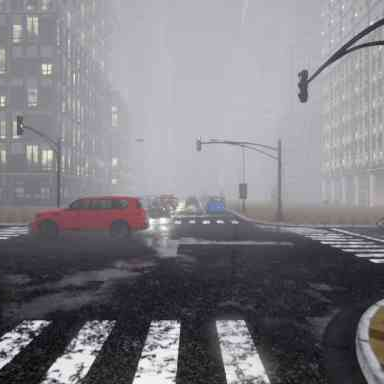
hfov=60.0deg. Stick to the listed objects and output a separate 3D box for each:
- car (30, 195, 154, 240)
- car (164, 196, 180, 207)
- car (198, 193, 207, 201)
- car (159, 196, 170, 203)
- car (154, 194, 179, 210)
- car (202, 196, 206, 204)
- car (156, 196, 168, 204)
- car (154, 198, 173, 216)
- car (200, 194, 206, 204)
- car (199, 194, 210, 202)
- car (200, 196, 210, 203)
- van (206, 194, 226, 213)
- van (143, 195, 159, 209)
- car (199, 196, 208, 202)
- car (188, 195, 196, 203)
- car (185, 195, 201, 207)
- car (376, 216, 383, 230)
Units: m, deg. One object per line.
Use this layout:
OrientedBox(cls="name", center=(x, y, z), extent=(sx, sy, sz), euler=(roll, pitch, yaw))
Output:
OrientedBox(cls="car", center=(-4.898, 1.214, 16.417), extent=(5.566, 2.045, 2.150), euler=(0, 0, -1))
OrientedBox(cls="car", center=(-3.139, 1.491, 53.203), extent=(2.128, 1.511, 4.902), euler=(0, 0, 0))
OrientedBox(cls="car", center=(2.776, 1.309, 85.738), extent=(2.192, 1.841, 5.009), euler=(0, 0, 0))
OrientedBox(cls="car", center=(-5.672, 1.548, 69.152), extent=(2.008, 1.369, 4.403), euler=(0, 0, 0))
OrientedBox(cls="car", center=(-3.180, 1.221, 42.899), extent=(2.150, 2.045, 5.566), euler=(0, 0, 1))
OrientedBox(cls="car", center=(2.622, 1.544, 41.427), extent=(1.887, 1.381, 4.507), euler=(0, 0, 0))
OrientedBox(cls="car", center=(-5.694, 1.564, 63.614), extent=(1.947, 1.339, 4.313), euler=(0, 0, 0))
OrientedBox(cls="car", center=(-3.227, 1.600, 32.855), extent=(1.895, 1.301, 4.718), euler=(0, 0, 0))
OrientedBox(cls="car", center=(2.688, 1.313, 63.581), extent=(2.192, 1.841, 5.009), euler=(0, 0, 0))
OrientedBox(cls="car", center=(2.732, 1.311, 74.660), extent=(2.192, 1.841, 5.009), euler=(0, 0, 0))
OrientedBox(cls="car", center=(2.709, 1.542, 69.120), extent=(1.887, 1.381, 4.507), euler=(0, 0, 0))
OrientedBox(cls="van", center=(2.692, 1.340, 35.889), extent=(1.690, 1.788, 3.998), euler=(0, 0, 0))
OrientedBox(cls="van", center=(-5.758, 1.340, 46.996), extent=(1.690, 1.788, 3.998), euler=(0, 0, 0))
OrientedBox(cls="car", center=(2.753, 1.561, 80.199), extent=(1.947, 1.339, 4.313), euler=(0, 0, 0))
OrientedBox(cls="car", center=(0.034, 1.497, 73.071), extent=(1.837, 1.490, 4.892), euler=(0, 0, 0))
OrientedBox(cls="car", center=(0.041, 1.503, 50.864), extent=(1.837, 1.490, 4.892), euler=(0, 0, 0))
OrientedBox(cls="car", center=(13.666, 1.659, 20.059), extent=(4.674, 1.442, 1.812), euler=(0, 0, -1))
